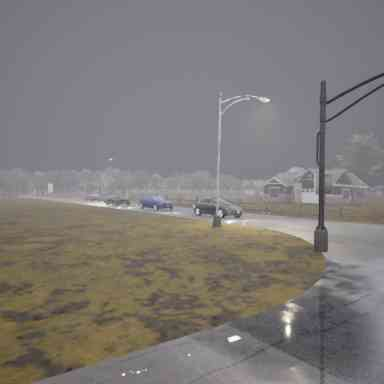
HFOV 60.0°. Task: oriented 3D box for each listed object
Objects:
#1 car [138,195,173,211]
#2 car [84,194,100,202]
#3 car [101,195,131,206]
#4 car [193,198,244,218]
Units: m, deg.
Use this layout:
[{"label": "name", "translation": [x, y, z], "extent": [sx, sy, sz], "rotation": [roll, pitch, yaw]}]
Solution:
[{"label": "car", "translation": [-3.791, 1.084, 34.581], "extent": [1.882, 1.535, 5.008], "rotation": [2, 0, -36]}, {"label": "car", "translation": [-18.247, 1.008, 61.105], "extent": [2.033, 1.411, 5.357], "rotation": [2, -1, -35]}, {"label": "car", "translation": [-9.581, 1.109, 42.734], "extent": [1.895, 1.301, 4.718], "rotation": [2, -1, -35]}, {"label": "car", "translation": [2.004, 1.227, 26.434], "extent": [1.837, 1.490, 4.892], "rotation": [2, 0, -35]}]
